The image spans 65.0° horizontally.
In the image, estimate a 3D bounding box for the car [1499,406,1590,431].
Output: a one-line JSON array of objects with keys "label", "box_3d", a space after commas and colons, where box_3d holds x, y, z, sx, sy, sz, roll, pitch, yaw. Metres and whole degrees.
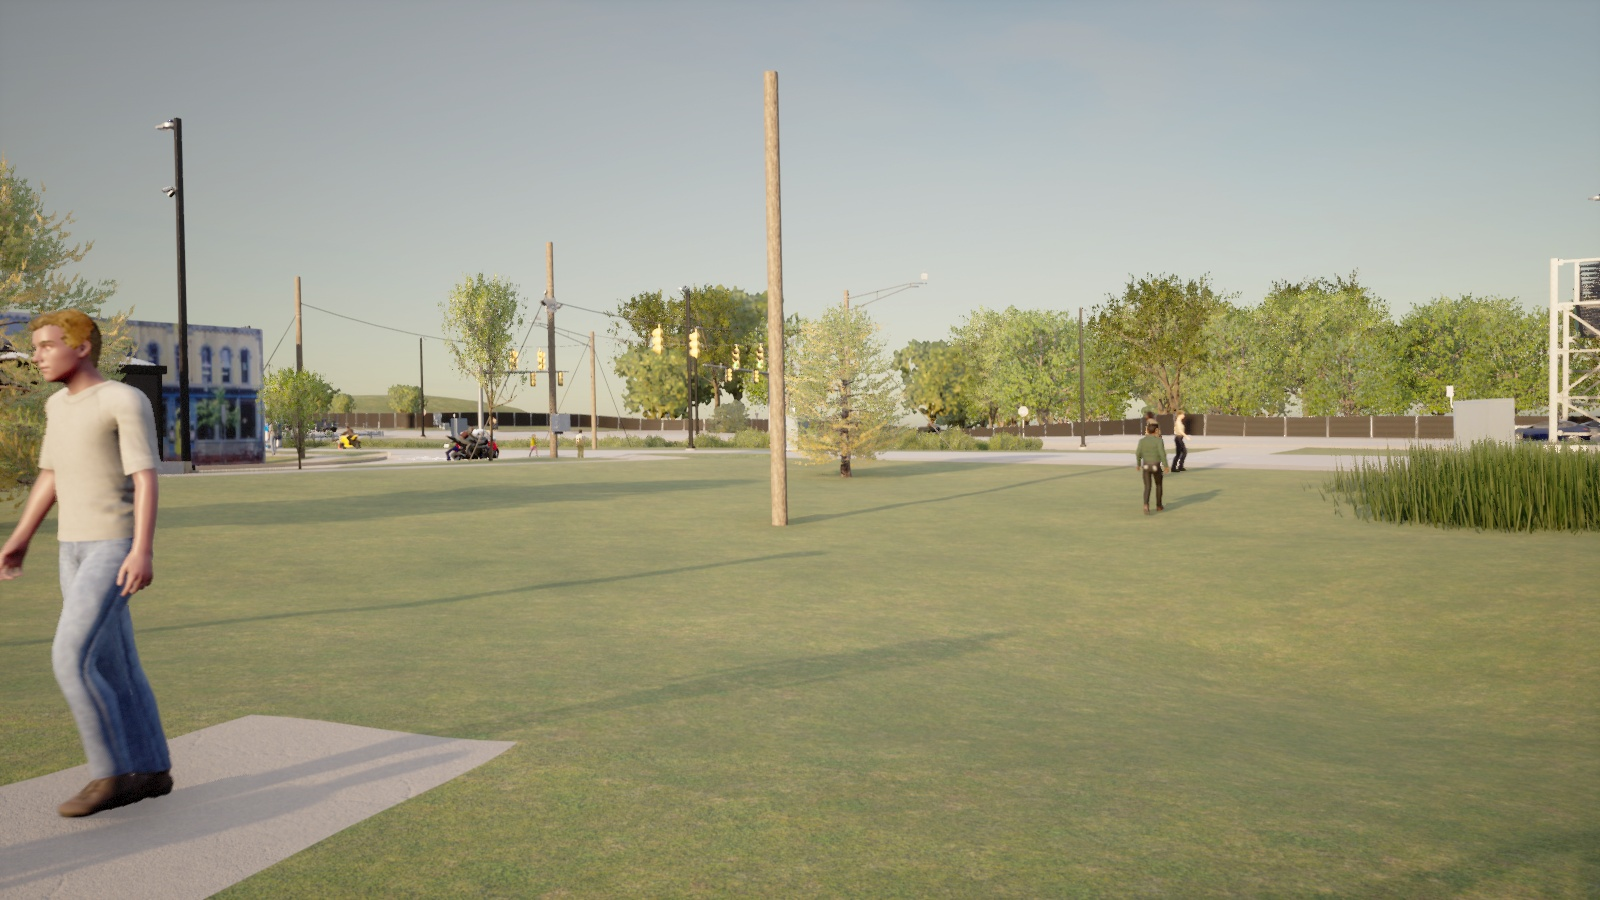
[{"label": "car", "box_3d": [46.093, -1.932, 77.754, 4.792, 1.488, 2.163, 0, 2, 32]}]

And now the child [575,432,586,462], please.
[{"label": "child", "box_3d": [-9.340, -0.124, 53.360, 0.270, 1.263, 0.437, -2, 1, 10]}]

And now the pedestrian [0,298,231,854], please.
[{"label": "pedestrian", "box_3d": [-2.521, 0.412, 4.529, 0.354, 1.836, 0.706, -2, 1, 32]}]

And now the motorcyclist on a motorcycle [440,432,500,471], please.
[{"label": "motorcyclist on a motorcycle", "box_3d": [-13.797, 0.065, 52.552, 0.866, 1.530, 2.191, -1, 2, 45]}]

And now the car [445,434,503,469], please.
[{"label": "car", "box_3d": [-14.193, 0.050, 54.781, 1.481, 1.376, 2.207, -2, 2, 15]}]

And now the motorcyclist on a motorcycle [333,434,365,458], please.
[{"label": "motorcyclist on a motorcycle", "box_3d": [-28.665, -0.249, 79.862, 2.044, 1.523, 0.797, -1, 1, 33]}]

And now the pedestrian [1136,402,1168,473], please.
[{"label": "pedestrian", "box_3d": [9.696, -0.347, 34.576, 0.396, 1.930, 0.692, -3, 1, -35]}]

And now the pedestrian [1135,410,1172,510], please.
[{"label": "pedestrian", "box_3d": [7.017, 0.198, 24.936, 0.423, 1.949, 0.788, -2, 1, 33]}]

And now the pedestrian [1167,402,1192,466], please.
[{"label": "pedestrian", "box_3d": [11.101, -0.467, 36.731, 0.594, 1.836, 0.345, -2, 1, 20]}]
